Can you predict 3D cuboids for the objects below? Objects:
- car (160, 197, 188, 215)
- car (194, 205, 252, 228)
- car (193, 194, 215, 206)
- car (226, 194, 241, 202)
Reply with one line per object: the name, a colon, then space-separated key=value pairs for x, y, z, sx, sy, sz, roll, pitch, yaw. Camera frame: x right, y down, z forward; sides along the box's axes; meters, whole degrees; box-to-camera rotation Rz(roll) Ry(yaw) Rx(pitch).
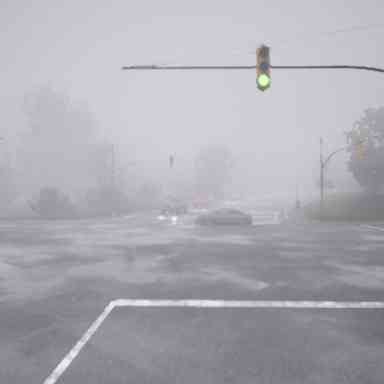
car: x=-2.131 y=1.693 z=41.631 sx=2.150 sy=2.045 sz=5.566 roll=0 pitch=0 yaw=15
car: x=2.374 y=1.898 z=24.771 sx=4.181 sy=1.385 sz=1.994 roll=0 pitch=-1 yaw=2
car: x=2.009 y=1.470 z=54.112 sx=2.150 sy=2.045 sz=5.566 roll=0 pitch=2 yaw=22
car: x=8.550 y=1.127 z=68.168 sx=1.812 sy=1.442 sz=4.674 roll=0 pitch=3 yaw=27
